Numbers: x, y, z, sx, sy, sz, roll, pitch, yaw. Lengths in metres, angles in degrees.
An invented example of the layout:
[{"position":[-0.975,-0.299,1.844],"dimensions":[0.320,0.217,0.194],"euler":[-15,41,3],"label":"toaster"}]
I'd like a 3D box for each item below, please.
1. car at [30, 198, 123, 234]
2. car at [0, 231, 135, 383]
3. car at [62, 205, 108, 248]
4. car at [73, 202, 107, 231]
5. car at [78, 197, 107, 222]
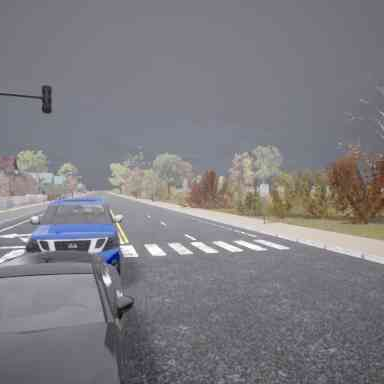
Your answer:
[{"position":[-3.362,1.218,9.968],"dimensions":[2.150,2.045,5.566],"euler":[0,0,-15],"label":"car"},{"position":[-1.708,1.524,3.883],"dimensions":[1.812,1.442,4.674],"euler":[0,0,-13],"label":"car"},{"position":[-5.035,1.498,16.036],"dimensions":[1.837,1.490,4.892],"euler":[0,0,-15],"label":"car"},{"position":[-6.617,1.467,21.778],"dimensions":[1.882,1.535,5.008],"euler":[0,0,-16],"label":"car"},{"position":[-8.192,1.337,27.507],"dimensions":[2.097,1.767,4.553],"euler":[0,0,-15],"label":"car"}]
